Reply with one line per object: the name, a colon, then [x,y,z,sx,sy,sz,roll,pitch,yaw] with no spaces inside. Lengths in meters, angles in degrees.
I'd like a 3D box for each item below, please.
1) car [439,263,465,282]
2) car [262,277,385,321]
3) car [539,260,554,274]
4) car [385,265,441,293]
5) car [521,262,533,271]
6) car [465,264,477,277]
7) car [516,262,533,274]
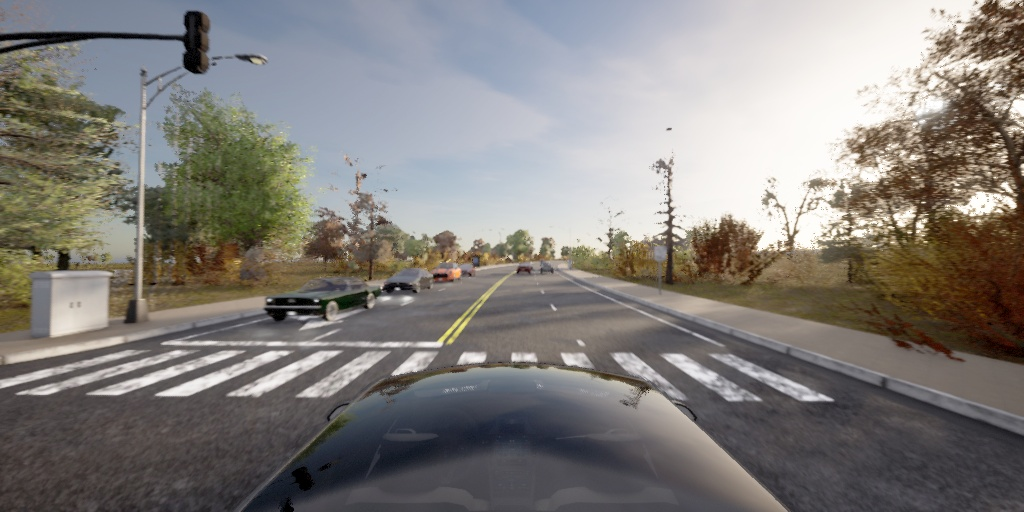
car: [-5.902,1.392,32.371,2.097,1.767,4.553,0,-1,3]
car: [-6.539,1.442,12.952,1.895,1.301,4.718,0,-1,2]
car: [4.956,1.734,51.150,2.128,1.511,4.902,0,0,4]
car: [-6.288,1.490,22.626,2.033,1.411,5.357,0,-1,2]
car: [2.743,1.871,65.156,1.812,1.442,4.674,0,0,5]
car: [-5.404,1.659,42.399,1.812,1.442,4.674,0,-1,3]
car: [1.696,1.711,51.370,1.882,1.535,5.008,0,0,4]
